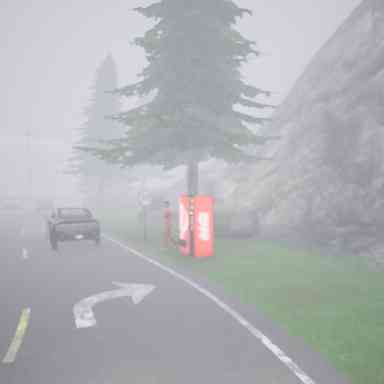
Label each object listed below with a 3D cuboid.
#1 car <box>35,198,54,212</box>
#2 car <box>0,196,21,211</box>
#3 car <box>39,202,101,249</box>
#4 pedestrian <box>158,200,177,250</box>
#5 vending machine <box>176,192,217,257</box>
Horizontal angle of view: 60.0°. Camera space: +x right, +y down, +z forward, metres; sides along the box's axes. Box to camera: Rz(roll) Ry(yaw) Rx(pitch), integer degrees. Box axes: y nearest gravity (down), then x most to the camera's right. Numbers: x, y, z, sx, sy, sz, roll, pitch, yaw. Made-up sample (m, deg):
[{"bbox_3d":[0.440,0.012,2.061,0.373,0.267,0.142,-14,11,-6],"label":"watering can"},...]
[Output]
[{"bbox_3d":[-15.742,1.380,35.683,2.033,1.411,5.357,-1,1,-25],"label":"car"},{"bbox_3d":[-21.651,1.284,39.653,2.097,1.767,4.553,-1,1,-26],"label":"car"},{"bbox_3d":[-5.201,1.409,14.324,2.128,1.511,4.902,-1,1,-26],"label":"car"},{"bbox_3d":[-0.884,1.180,12.108,0.375,1.860,0.375,-1,1,-27],"label":"pedestrian"},{"bbox_3d":[0.150,1.075,11.476,1.100,2.100,0.880,-1,1,-27],"label":"vending machine"}]
